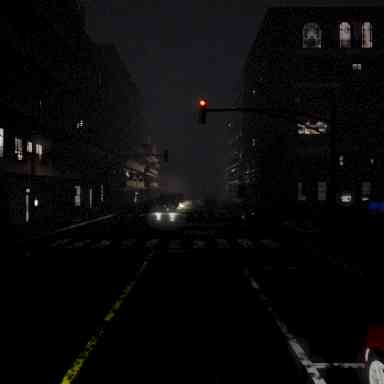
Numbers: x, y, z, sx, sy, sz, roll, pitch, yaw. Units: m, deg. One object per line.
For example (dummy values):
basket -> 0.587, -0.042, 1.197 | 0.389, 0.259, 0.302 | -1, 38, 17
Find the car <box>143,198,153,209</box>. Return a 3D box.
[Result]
car -> -5.572, 1.561, 45.305 | 2.008, 1.369, 4.403 | 0, 0, 0

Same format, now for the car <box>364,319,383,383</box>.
car -> 2.687, 1.544, 1.805 | 1.887, 1.381, 4.507 | 0, 0, 0

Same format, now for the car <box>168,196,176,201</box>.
car -> -5.449, 1.632, 89.528 | 1.802, 1.307, 4.206 | -1, 0, 0

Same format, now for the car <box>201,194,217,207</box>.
car -> 2.822, 1.454, 50.804 | 1.967, 1.590, 4.097 | -1, 0, 0

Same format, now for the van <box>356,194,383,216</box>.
van -> 15.716, 1.035, 27.340 | 3.998, 1.788, 1.690 | -1, 1, -1

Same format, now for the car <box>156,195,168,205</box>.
car -> -5.528, 1.462, 61.888 | 1.967, 1.590, 4.097 | -1, 0, 0

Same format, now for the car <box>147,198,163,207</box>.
car -> -5.557, 1.580, 50.832 | 1.947, 1.339, 4.313 | 0, 0, 0

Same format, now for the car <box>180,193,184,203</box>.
car -> -2.841, 1.247, 66.369 | 2.150, 2.045, 5.566 | 0, 0, 1

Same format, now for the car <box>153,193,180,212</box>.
car -> -2.989, 1.228, 40.085 | 2.150, 2.045, 5.566 | 0, 0, 0

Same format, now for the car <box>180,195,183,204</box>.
car -> -2.954, 1.561, 50.881 | 2.033, 1.411, 5.357 | 0, 0, 0

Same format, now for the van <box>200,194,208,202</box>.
van -> 2.898, 1.379, 78.443 | 1.690, 1.788, 3.998 | -1, 0, 0

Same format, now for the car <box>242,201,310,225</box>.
car -> 6.001, 1.422, 23.866 | 4.902, 1.511, 2.128 | -2, 0, -11

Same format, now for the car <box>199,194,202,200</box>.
car -> 2.869, 1.578, 67.388 | 2.008, 1.369, 4.403 | -1, 0, 0

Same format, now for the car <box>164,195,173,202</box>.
car -> -5.481, 1.563, 78.302 | 1.752, 1.417, 4.829 | -1, 0, 0

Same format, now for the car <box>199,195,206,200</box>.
car -> 2.946, 1.602, 95.027 | 1.887, 1.381, 4.507 | -1, 0, 0
